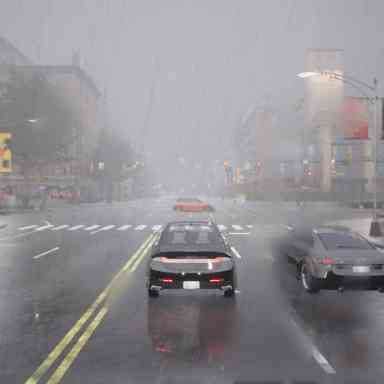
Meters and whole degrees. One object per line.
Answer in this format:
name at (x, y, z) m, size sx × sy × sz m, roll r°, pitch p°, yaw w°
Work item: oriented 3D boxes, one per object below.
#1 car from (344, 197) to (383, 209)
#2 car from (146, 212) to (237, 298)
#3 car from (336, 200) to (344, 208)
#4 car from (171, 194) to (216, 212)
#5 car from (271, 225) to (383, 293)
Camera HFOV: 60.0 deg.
car at (23.014, 1.478, 43.096) m, size 5.008 × 1.535 × 1.882 m, roll 0°, pitch 0°, yaw 0°
car at (-0.020, 1.492, 8.530) m, size 2.128 × 1.511 × 4.902 m, roll 0°, pitch 0°, yaw 0°
car at (22.793, 1.492, 46.591) m, size 4.902 × 1.511 × 2.128 m, roll 0°, pitch 0°, yaw 0°
car at (0.204, 1.352, 34.747) m, size 4.553 × 1.767 × 2.097 m, roll 0°, pitch 0°, yaw 0°
car at (3.479, 1.564, 8.867) m, size 1.994 × 1.385 × 4.181 m, roll 0°, pitch 0°, yaw 0°
